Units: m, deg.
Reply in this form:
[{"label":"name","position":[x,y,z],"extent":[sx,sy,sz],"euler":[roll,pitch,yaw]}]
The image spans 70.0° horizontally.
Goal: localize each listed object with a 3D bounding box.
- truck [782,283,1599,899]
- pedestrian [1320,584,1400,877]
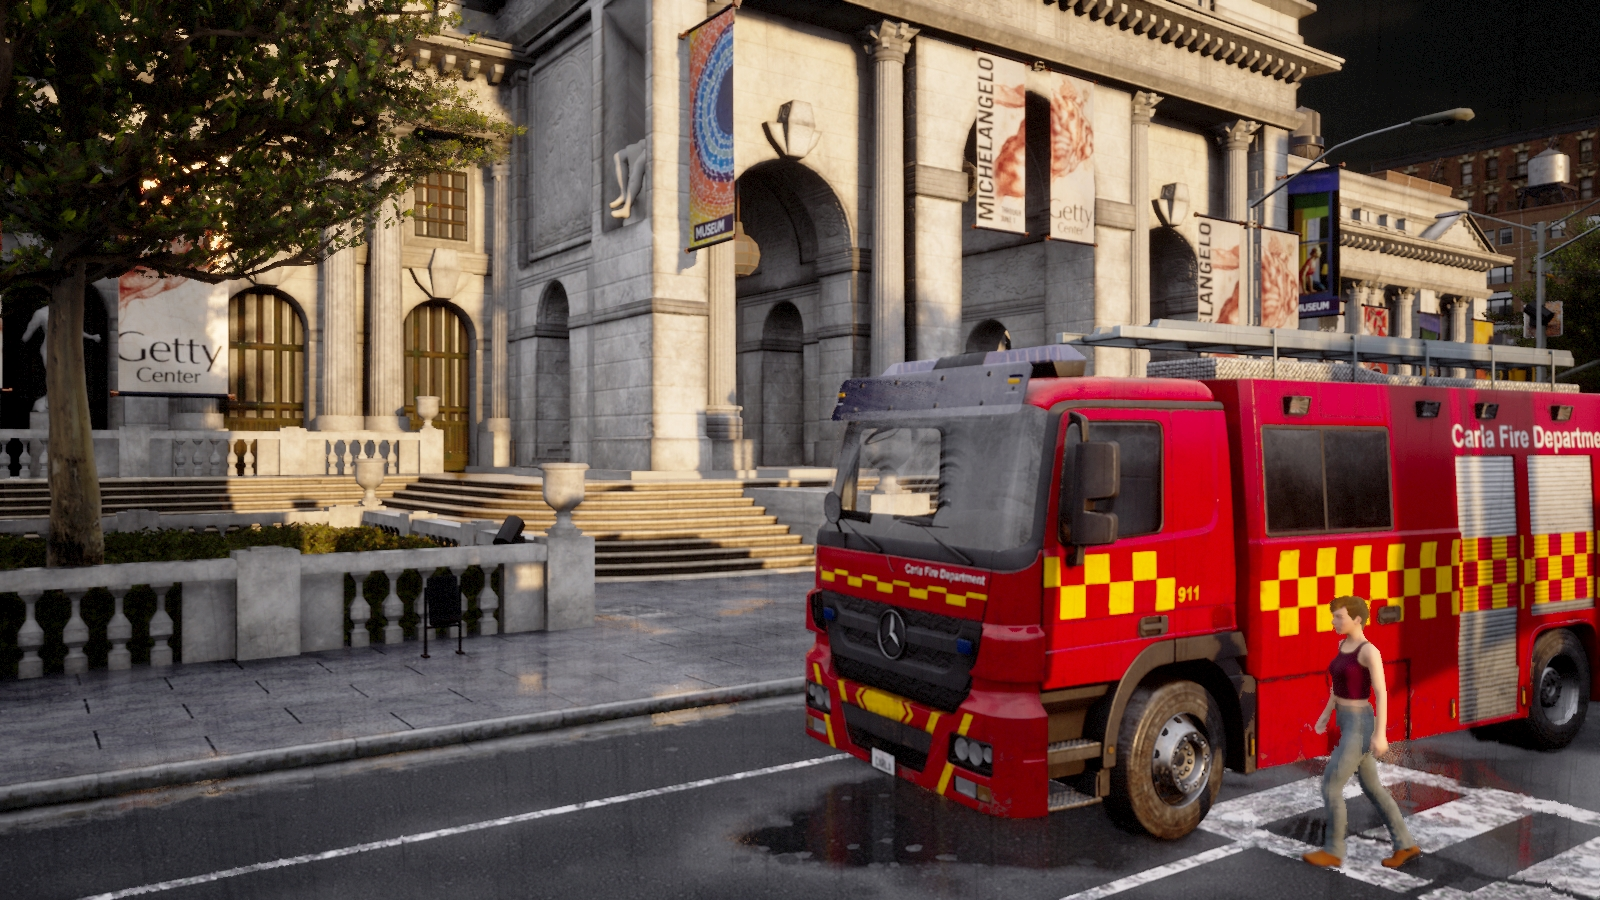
[{"label":"truck","position":[4.250,0.892,10.337],"extent":[8.468,3.827,2.891],"euler":[0,0,-29]},{"label":"pedestrian","position":[3.739,1.850,7.639],"extent":[0.375,1.860,0.375],"euler":[0,0,6]}]
